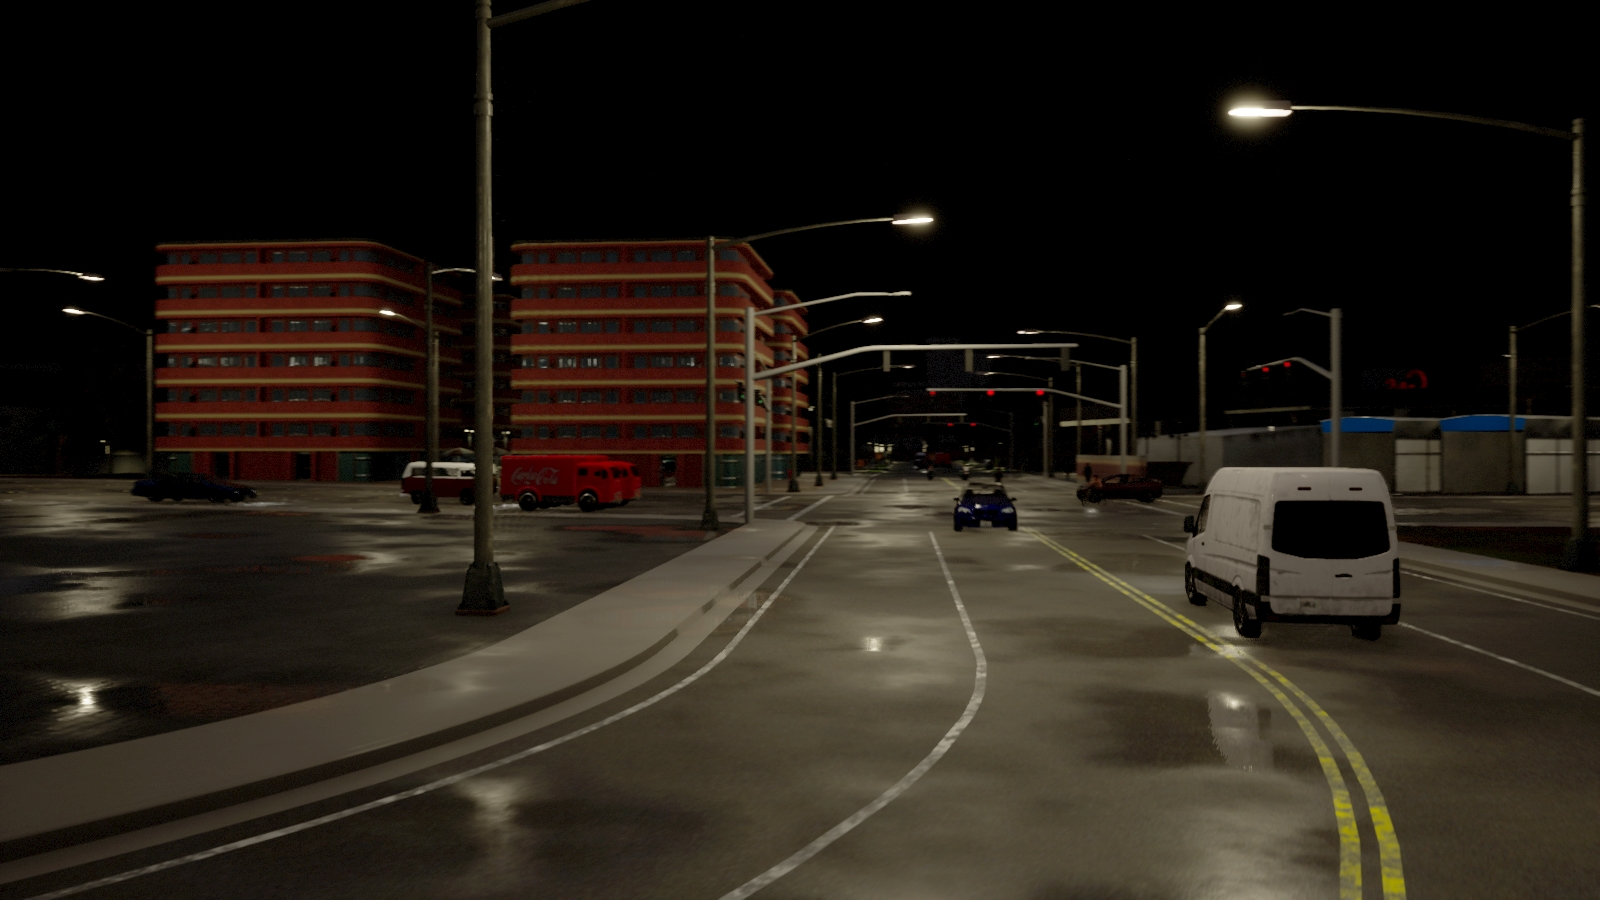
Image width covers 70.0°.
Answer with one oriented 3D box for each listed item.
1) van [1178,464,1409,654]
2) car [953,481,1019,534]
[{"bbox_3d":[7.871,1.555,18.950,1.988,2.561,5.915,0,0,8],"label":"van"},{"bbox_3d":[6.655,2.014,41.262,2.242,1.667,4.611,0,0,8],"label":"car"}]
